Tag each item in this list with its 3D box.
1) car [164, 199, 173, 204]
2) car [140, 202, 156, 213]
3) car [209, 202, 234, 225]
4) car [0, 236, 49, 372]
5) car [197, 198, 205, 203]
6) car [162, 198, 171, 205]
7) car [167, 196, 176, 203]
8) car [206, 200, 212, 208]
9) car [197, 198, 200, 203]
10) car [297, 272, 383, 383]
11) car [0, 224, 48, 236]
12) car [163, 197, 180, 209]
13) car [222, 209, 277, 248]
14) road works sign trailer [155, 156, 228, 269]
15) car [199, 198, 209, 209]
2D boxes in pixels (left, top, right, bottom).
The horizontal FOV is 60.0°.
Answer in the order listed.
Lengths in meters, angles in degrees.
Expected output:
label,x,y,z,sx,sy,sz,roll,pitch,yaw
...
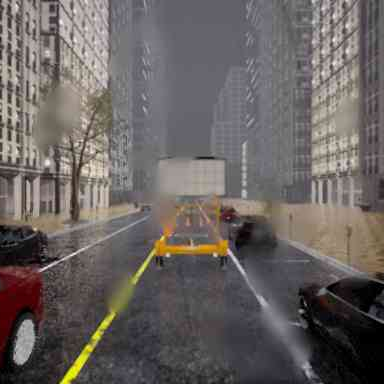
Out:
label,x,y,z,sx,sy,sz,roll,pitch,yaw
car,-5.813,2.309,82.960,1.802,1.307,4.206,-1,0,0
car,-5.758,1.939,43.472,2.008,1.369,4.403,-1,-1,0
car,2.646,1.783,26.567,1.887,1.381,4.507,-1,-1,0
car,-3.104,1.505,2.882,1.882,1.535,5.008,0,-1,0
car,2.551,2.371,94.278,2.008,1.369,4.403,-1,0,0
car,-5.806,2.203,77.150,1.752,1.417,4.829,-1,0,0
car,-5.832,2.136,94.245,2.192,1.841,5.009,-1,0,0
car,2.638,1.815,32.379,1.752,1.417,4.829,-1,-1,0
car,2.575,2.230,77.350,2.008,1.369,4.403,-1,0,0
car,2.678,1.603,3.996,1.947,1.339,4.313,-1,-1,0
car,-5.711,1.655,9.625,1.947,1.339,4.313,-1,-1,0
car,-3.084,1.705,53.965,2.150,2.045,5.566,0,-1,0
car,2.663,1.704,15.282,1.947,1.339,4.313,-1,-1,0
road works sign trailer,-0.014,0.570,11.552,2.380,3.560,2.880,0,-1,0
car,2.606,2.030,54.780,1.887,1.381,4.507,-1,0,0
